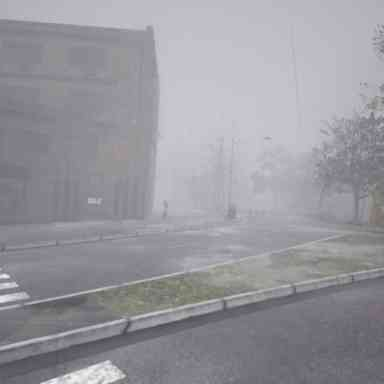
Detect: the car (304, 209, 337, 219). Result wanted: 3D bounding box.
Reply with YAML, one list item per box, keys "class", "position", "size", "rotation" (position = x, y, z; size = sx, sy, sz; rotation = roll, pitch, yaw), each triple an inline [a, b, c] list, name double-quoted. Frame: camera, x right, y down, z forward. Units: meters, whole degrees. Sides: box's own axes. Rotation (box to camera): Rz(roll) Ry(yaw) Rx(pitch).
- class: "car"
  position: [18.461, 3.238, 47.676]
  size: [5.357, 1.411, 2.033]
  rotation: [4, -3, -34]

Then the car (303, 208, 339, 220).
- class: "car"
  position: [20.466, 3.470, 52.884]
  size: [4.902, 1.511, 2.128]
  rotation: [3, -2, -9]
